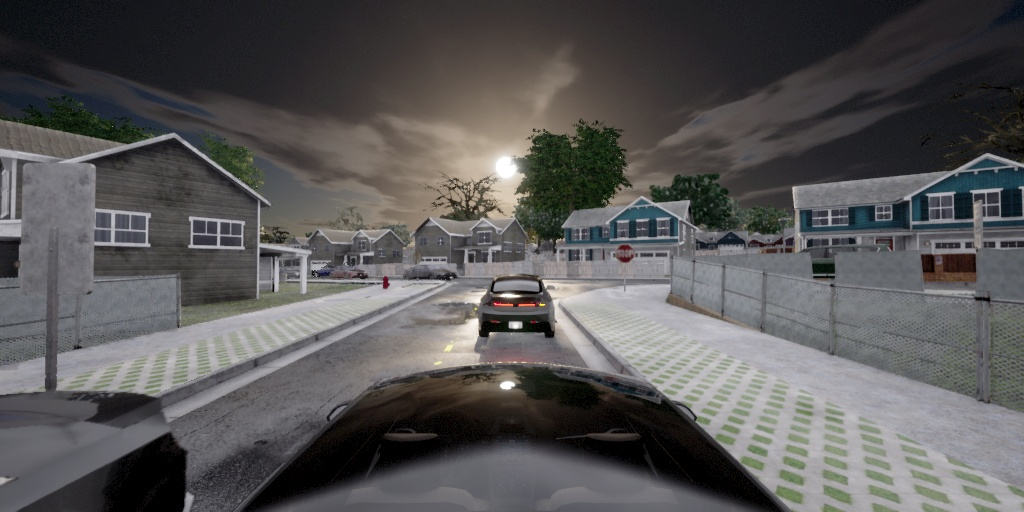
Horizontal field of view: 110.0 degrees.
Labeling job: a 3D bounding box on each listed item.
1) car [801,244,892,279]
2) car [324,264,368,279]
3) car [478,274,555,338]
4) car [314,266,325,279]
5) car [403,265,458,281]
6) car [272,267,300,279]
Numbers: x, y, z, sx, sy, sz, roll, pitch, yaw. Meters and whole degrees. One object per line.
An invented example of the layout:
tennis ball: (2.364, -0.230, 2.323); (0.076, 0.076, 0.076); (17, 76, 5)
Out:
car: (15.927, 0.484, 18.450); (5.566, 2.045, 2.150); (-2, -2, 36)
car: (-16.650, 1.759, 36.472); (4.181, 1.385, 1.994); (-2, -2, 31)
car: (0.170, 1.258, 10.228); (1.837, 1.490, 4.892); (0, 0, 2)
car: (-21.476, 1.798, 42.737); (4.553, 1.767, 2.097); (-2, -2, 30)
car: (-6.940, 1.424, 30.122); (5.357, 1.411, 2.033); (-2, -2, 37)
car: (-26.511, 2.001, 42.223); (4.902, 1.511, 2.128); (-2, -2, 29)
